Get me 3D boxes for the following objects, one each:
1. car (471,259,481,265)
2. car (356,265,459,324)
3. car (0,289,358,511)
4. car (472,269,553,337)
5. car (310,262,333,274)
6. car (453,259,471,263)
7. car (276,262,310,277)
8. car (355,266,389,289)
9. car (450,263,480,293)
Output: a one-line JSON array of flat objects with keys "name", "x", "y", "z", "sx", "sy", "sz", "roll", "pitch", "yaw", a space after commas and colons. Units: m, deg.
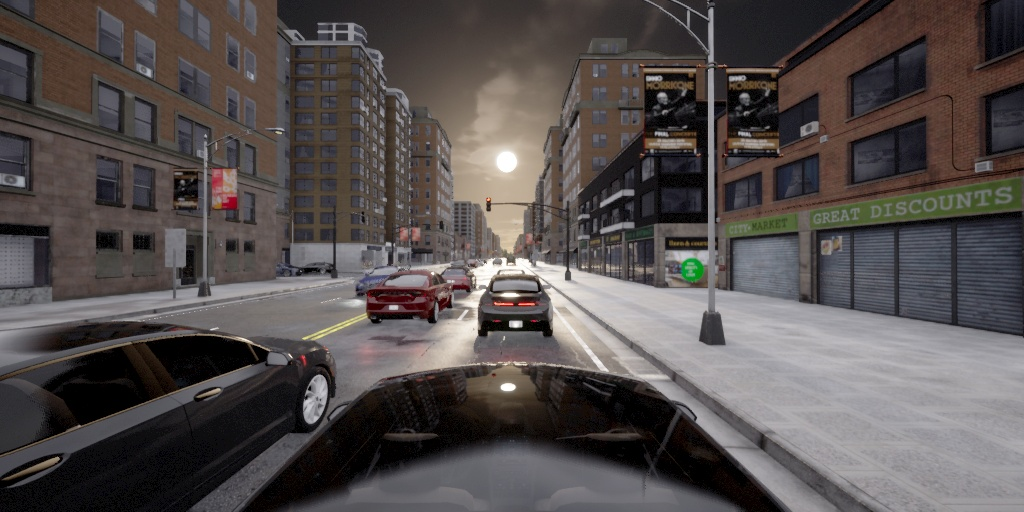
[{"name": "car", "x": -6.743, "y": 1.252, "z": 58.904, "sx": 1.882, "sy": 1.535, "sz": 5.008, "roll": 0, "pitch": 0, "yaw": 0}, {"name": "car", "x": -3.179, "y": 1.229, "z": 12.083, "sx": 1.882, "sy": 1.535, "sz": 5.008, "roll": 0, "pitch": 0, "yaw": 0}, {"name": "car", "x": -3.152, "y": 1.255, "z": 2.648, "sx": 1.837, "sy": 1.490, "sz": 4.892, "roll": 0, "pitch": 0, "yaw": 0}, {"name": "car", "x": 0.077, "y": 1.256, "z": 10.329, "sx": 1.837, "sy": 1.490, "sz": 4.892, "roll": 0, "pitch": 0, "yaw": 0}, {"name": "car", "x": -22.256, "y": 1.347, "z": 40.704, "sx": 4.313, "sy": 1.339, "sz": 1.948, "roll": 0, "pitch": 0, "yaw": 0}, {"name": "car", "x": -6.717, "y": 1.271, "z": 45.609, "sx": 1.837, "sy": 1.490, "sz": 4.892, "roll": 0, "pitch": 0, "yaw": 0}, {"name": "car", "x": -22.726, "y": 1.315, "z": 35.224, "sx": 4.181, "sy": 1.385, "sz": 1.994, "roll": 0, "pitch": 0, "yaw": 0}, {"name": "car", "x": -6.650, "y": 1.278, "z": 19.136, "sx": 1.812, "sy": 1.442, "sz": 4.674, "roll": 0, "pitch": 0, "yaw": 0}, {"name": "car", "x": -3.199, "y": 1.317, "z": 20.977, "sx": 1.994, "sy": 1.385, "sz": 4.181, "roll": 0, "pitch": 0, "yaw": -1}]
